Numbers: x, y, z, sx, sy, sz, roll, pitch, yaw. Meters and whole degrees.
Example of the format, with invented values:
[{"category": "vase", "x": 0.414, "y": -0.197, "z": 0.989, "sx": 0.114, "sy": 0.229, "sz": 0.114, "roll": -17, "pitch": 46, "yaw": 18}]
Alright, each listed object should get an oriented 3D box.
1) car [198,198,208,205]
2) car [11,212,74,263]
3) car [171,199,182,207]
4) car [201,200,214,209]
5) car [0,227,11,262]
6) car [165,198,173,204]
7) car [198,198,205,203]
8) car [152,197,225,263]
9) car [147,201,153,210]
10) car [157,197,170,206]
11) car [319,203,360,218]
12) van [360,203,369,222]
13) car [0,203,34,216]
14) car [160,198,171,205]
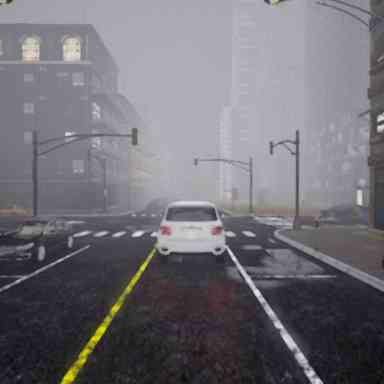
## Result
[{"category": "car", "x": 2.549, "y": 2.234, "z": 78.554, "sx": 2.008, "sy": 1.369, "sz": 4.403, "roll": -1, "pitch": -1, "yaw": 0}, {"category": "car", "x": -5.716, "y": 1.654, "z": 12.178, "sx": 2.008, "sy": 1.369, "sz": 4.403, "roll": -1, "pitch": 0, "yaw": 0}, {"category": "car", "x": -3.092, "y": 2.080, "z": 66.749, "sx": 1.837, "sy": 1.490, "sz": 4.892, "roll": 0, "pitch": 0, "yaw": 0}, {"category": "car", "x": 2.577, "y": 2.026, "z": 55.959, "sx": 1.887, "sy": 1.381, "sz": 4.507, "roll": -1, "pitch": -1, "yaw": 0}, {"category": "car", "x": -5.709, "y": 1.580, "z": 6.344, "sx": 1.752, "sy": 1.417, "sz": 4.829, "roll": -1, "pitch": 0, "yaw": 0}, {"category": "car", "x": -5.804, "y": 2.316, "z": 84.135, "sx": 1.802, "sy": 1.307, "sz": 4.206, "roll": -1, "pitch": -1, "yaw": 0}, {"category": "car", "x": 2.536, "y": 2.330, "z": 89.852, "sx": 1.887, "sy": 1.381, "sz": 4.507, "roll": -1, "pitch": -1, "yaw": 0}, {"category": "car", "x": -0.002, "y": 1.332, "z": 12.578, "sx": 2.150, "sy": 2.045, "sz": 5.566, "roll": 0, "pitch": 0, "yaw": 0}, {"category": "car", "x": -5.763, "y": 1.976, "z": 50.243, "sx": 1.887, "sy": 1.381, "sz": 4.507, "roll": -1, "pitch": 0, "yaw": 0}, {"category": "car", "x": -5.787, "y": 1.896, "z": 67.192, "sx": 2.192, "sy": 1.841, "sz": 5.009, "roll": -1, "pitch": -1, "yaw": 0}, {"category": "car", "x": 14.635, "y": 1.745, "z": 32.228, "sx": 4.313, "sy": 1.339, "sz": 1.947, "roll": 0, "pitch": 0, "yaw": 0}, {"category": "van", "x": 14.658, "y": 1.573, "z": 23.845, "sx": 3.998, "sy": 1.788, "sz": 1.690, "roll": 0, "pitch": 0, "yaw": 0}, {"category": "car", "x": -17.924, "y": 1.775, "z": 32.134, "sx": 4.829, "sy": 1.417, "sz": 1.752, "roll": 0, "pitch": 1, "yaw": 0}, {"category": "car", "x": -5.792, "y": 2.072, "z": 72.838, "sx": 1.967, "sy": 1.590, "sz": 4.097, "roll": -1, "pitch": -1, "yaw": 0}]
